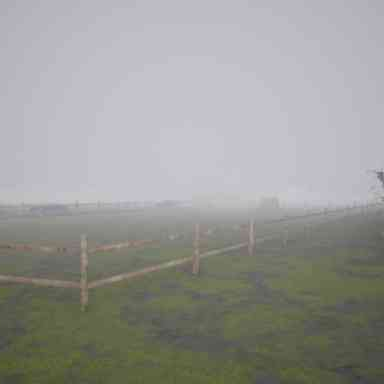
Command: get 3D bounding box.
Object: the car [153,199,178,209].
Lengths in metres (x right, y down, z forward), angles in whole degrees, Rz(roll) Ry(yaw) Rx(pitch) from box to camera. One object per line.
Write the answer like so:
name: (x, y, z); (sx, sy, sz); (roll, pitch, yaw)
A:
car: (-4.377, 1.988, 55.641); (1.882, 1.535, 5.008); (0, -1, 37)

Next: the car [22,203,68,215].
car: (-16.922, 1.914, 38.532); (1.895, 1.301, 4.718); (0, -1, 36)
